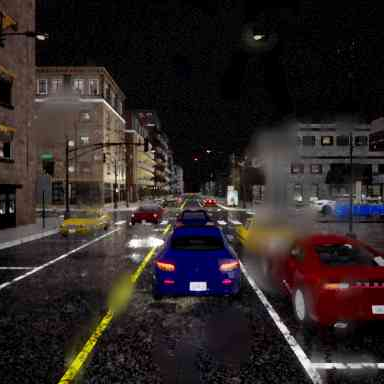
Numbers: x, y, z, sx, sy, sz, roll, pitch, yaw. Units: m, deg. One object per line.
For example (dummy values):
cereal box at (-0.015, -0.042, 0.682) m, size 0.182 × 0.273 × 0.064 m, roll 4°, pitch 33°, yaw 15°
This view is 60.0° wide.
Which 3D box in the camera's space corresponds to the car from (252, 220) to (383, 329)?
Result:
car at (2.684, 1.544, 6.980) m, size 1.887 × 1.381 × 4.507 m, roll 0°, pitch 0°, yaw 0°

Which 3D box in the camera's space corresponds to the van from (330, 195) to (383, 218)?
van at (14.653, 1.413, 29.143) m, size 3.998 × 1.788 × 1.690 m, roll 0°, pitch 0°, yaw 0°

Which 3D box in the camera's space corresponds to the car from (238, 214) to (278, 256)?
car at (2.683, 1.526, 12.848) m, size 1.752 × 1.417 × 4.829 m, roll 0°, pitch 0°, yaw 0°

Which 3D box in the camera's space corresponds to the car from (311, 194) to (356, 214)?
car at (15.478, 1.256, 34.937) m, size 5.566 × 2.045 × 2.150 m, roll 0°, pitch 0°, yaw 0°

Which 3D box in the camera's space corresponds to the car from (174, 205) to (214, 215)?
car at (0.097, 1.565, 16.956) m, size 1.994 × 1.385 × 4.181 m, roll 0°, pitch 0°, yaw 0°

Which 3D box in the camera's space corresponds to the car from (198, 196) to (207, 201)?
car at (2.669, 1.622, 85.027) m, size 2.008 × 1.369 × 4.403 m, roll -1°, pitch 0°, yaw 0°

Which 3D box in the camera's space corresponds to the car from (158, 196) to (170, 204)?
car at (-5.708, 1.595, 67.923) m, size 2.008 × 1.369 × 4.403 m, roll 0°, pitch 0°, yaw 0°

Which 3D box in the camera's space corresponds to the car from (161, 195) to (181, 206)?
car at (-3.106, 1.584, 49.471) m, size 1.994 × 1.385 × 4.181 m, roll 0°, pitch 0°, yaw 0°

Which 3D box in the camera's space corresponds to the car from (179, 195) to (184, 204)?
car at (-3.061, 1.390, 64.169) m, size 2.097 × 1.767 × 4.553 m, roll 0°, pitch 0°, yaw 0°

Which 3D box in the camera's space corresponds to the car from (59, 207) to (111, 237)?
car at (-5.699, 1.527, 18.207) m, size 1.752 × 1.417 × 4.829 m, roll 0°, pitch 0°, yaw 0°

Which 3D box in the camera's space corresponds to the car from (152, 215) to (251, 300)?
car at (0.102, 1.525, 8.263) m, size 1.812 × 1.442 × 4.674 m, roll 0°, pitch 0°, yaw 0°

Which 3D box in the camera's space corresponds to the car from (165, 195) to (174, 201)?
car at (-5.712, 1.596, 84.843) m, size 1.752 × 1.417 × 4.829 m, roll 0°, pitch 0°, yaw 0°

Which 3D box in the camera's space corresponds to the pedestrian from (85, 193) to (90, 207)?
pedestrian at (-12.638, 1.080, 40.256) m, size 0.375 × 1.860 × 0.375 m, roll 0°, pitch 0°, yaw 0°

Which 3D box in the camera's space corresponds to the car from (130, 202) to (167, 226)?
car at (-3.102, 1.603, 23.668) m, size 1.895 × 1.301 × 4.718 m, roll 0°, pitch 0°, yaw 0°

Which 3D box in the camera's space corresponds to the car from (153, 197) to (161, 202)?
car at (-5.706, 1.580, 56.529) m, size 2.008 × 1.369 × 4.403 m, roll 0°, pitch 0°, yaw 0°

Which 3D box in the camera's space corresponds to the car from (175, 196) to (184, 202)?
car at (-3.015, 1.598, 78.832) m, size 1.994 × 1.385 × 4.181 m, roll 0°, pitch 0°, yaw 0°

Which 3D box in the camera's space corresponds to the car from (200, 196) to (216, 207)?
car at (2.674, 1.462, 50.846) m, size 1.967 × 1.590 × 4.097 m, roll 0°, pitch 0°, yaw 0°
